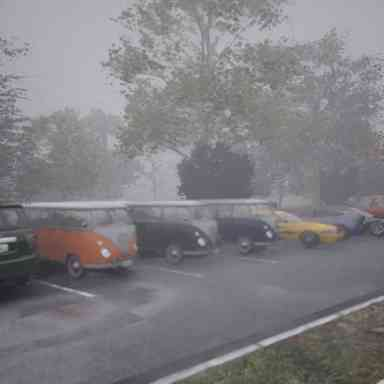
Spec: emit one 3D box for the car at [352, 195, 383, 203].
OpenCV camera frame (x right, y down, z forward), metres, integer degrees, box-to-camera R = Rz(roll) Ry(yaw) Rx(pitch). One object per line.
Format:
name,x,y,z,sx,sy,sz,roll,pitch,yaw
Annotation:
car,10.941,1.237,20.234,5.566,2.045,2.435,-1,0,34

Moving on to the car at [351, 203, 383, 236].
car,8.574,1.519,18.474,4.792,1.488,2.163,-1,-1,34

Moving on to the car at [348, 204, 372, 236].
car,6.100,1.523,16.771,4.792,1.488,2.163,-1,-1,34

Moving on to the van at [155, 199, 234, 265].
van,-1.046,1.273,11.509,4.442,1.987,1.878,-1,-1,35

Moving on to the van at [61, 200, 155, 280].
van,-3.468,1.275,9.778,4.442,1.987,1.878,-1,-1,35

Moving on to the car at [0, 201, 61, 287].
car,-6.015,1.254,8.129,5.566,2.045,2.435,-1,0,34

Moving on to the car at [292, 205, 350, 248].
car,3.859,1.490,14.925,5.366,1.575,1.946,-1,-1,35

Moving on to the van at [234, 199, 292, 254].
van,1.378,1.270,13.240,4.442,1.987,1.878,-1,-1,34
